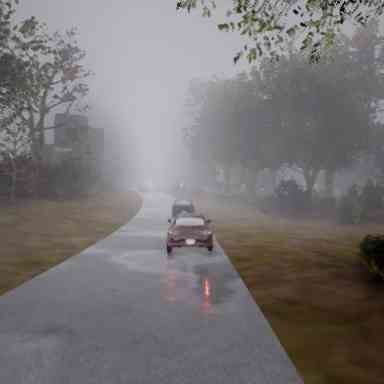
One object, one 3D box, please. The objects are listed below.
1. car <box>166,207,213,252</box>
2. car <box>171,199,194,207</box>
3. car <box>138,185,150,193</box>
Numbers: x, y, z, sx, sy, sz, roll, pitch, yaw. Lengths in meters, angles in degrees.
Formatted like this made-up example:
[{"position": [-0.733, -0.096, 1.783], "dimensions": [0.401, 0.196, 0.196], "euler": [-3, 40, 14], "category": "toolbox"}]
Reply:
[{"position": [-0.108, 1.624, 14.399], "dimensions": [1.812, 1.442, 4.674], "euler": [0, 0, -1], "category": "car"}, {"position": [-0.839, 1.364, 29.517], "dimensions": [1.882, 1.535, 5.008], "euler": [1, 2, -4], "category": "car"}, {"position": [-10.274, -0.768, 70.859], "dimensions": [2.097, 1.767, 4.553], "euler": [1, 2, -14], "category": "car"}]
